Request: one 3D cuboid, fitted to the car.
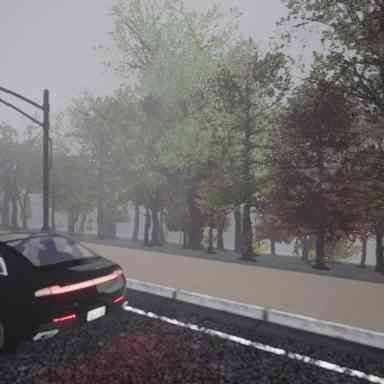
[{"bbox_3d":[-3.335,1.494,6.057,4.902,1.511,2.128,0,0,35],"label":"car"}]
